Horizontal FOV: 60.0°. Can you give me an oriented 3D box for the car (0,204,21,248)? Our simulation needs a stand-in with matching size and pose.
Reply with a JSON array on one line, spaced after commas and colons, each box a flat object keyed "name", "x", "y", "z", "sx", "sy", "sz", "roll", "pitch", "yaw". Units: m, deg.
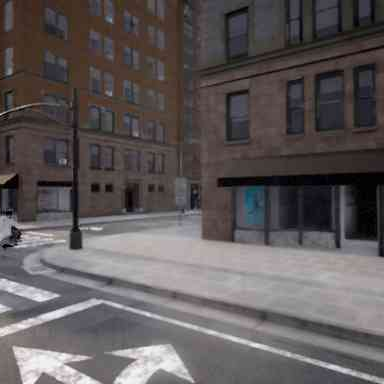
[{"name": "car", "x": -7.739, "y": 1.251, "z": 11.649, "sx": 2.150, "sy": 2.045, "sz": 5.566, "roll": -2, "pitch": 0, "yaw": -20}]
